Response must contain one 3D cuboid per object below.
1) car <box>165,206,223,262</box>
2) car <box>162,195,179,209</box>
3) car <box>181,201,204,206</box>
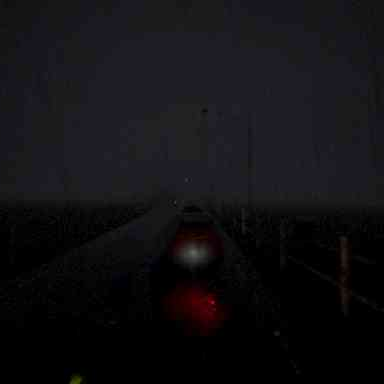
[{"bbox_3d":[0.069,1.503,12.041,1.837,1.490,4.892,0,1,0],"label":"car"},{"bbox_3d":[-2.845,1.348,44.596,2.097,1.767,4.553,0,0,0],"label":"car"},{"bbox_3d":[0.072,1.520,27.926,1.812,1.442,4.674,0,0,0],"label":"car"}]
